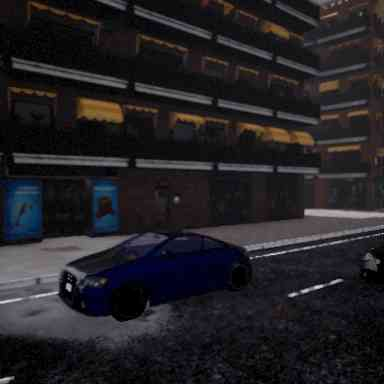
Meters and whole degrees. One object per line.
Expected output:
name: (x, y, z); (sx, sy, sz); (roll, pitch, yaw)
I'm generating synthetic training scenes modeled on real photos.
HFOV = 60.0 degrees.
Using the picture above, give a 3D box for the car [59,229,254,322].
car: (-0.638, 1.544, 7.262); (4.181, 1.385, 1.994); (-1, 0, -36)

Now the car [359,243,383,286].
car: (5.851, 1.495, 7.966); (4.181, 1.385, 1.994); (0, 0, -36)
